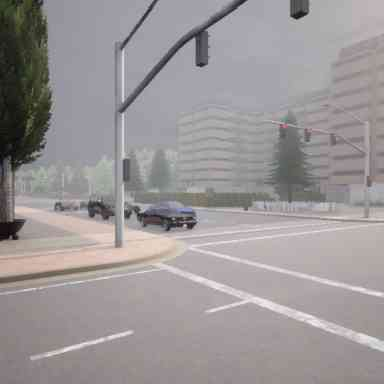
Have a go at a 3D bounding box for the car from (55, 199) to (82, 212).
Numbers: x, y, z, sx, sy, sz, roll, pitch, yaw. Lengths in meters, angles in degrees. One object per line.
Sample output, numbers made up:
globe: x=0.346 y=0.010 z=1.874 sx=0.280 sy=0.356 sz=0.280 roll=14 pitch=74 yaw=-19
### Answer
car: x=-14.819 y=1.526 z=39.118 sx=1.812 sy=1.442 sz=4.674 roll=0 pitch=0 yaw=-35

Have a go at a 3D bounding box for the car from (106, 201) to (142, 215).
car: x=-7.089 y=1.601 z=34.375 sx=1.895 sy=1.301 sz=4.718 roll=0 pitch=0 yaw=-36

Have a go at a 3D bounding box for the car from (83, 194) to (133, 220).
car: x=-7.174 y=1.221 z=28.510 sx=2.150 sy=2.045 sz=5.566 roll=0 pitch=0 yaw=-36

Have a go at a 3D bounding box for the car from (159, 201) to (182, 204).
car: x=-1.630 y=1.478 z=26.809 sx=1.882 sy=1.535 sz=5.008 roll=0 pitch=0 yaw=-36

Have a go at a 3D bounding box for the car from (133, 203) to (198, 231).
car: x=-1.658 y=1.601 z=20.816 sx=1.895 sy=1.301 sz=4.718 roll=0 pitch=0 yaw=-35
